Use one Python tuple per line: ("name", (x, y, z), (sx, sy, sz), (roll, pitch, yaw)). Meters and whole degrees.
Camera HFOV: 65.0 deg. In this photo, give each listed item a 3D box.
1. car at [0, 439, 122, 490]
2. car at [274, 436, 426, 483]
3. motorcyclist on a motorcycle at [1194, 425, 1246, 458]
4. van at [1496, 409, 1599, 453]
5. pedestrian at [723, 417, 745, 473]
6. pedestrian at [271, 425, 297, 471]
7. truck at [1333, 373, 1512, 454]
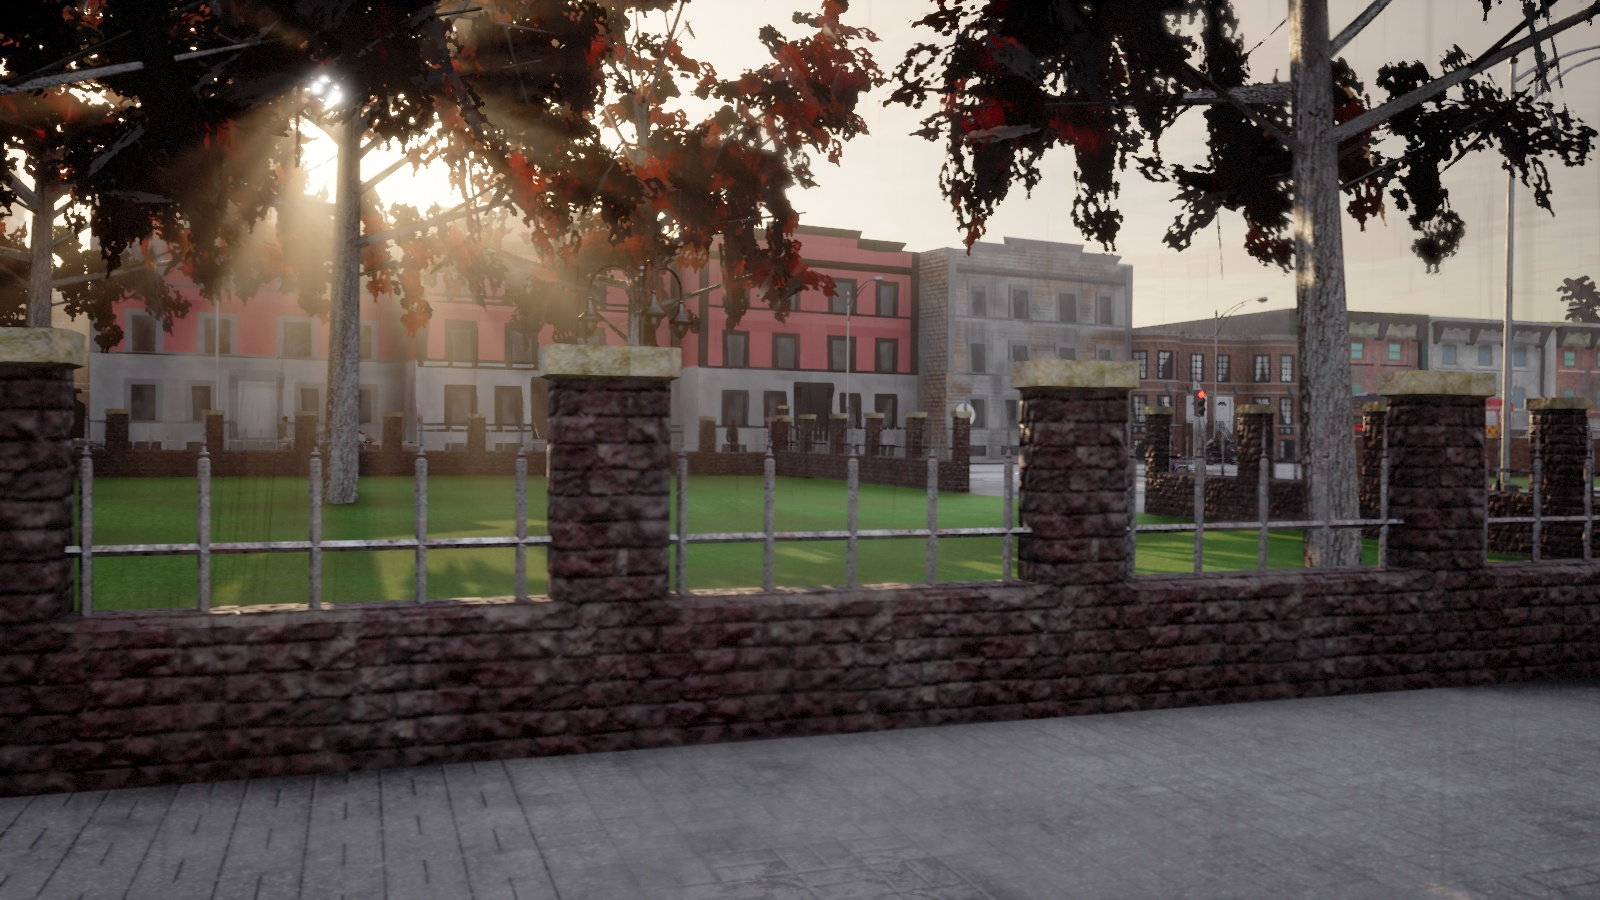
("car", (-23.998, 0.446, 39.039), (4.892, 1.490, 1.837), (-1, 1, -19))
("car", (-15.059, 0.300, 42.182), (4.674, 1.442, 1.812), (-1, 1, -19))
("motorcyclist on a motorcycle", (19.576, -0.407, 58.542), (2.191, 1.530, 0.866), (-1, 1, -19))
("van", (35.665, -0.917, 59.924), (4.442, 1.987, 1.775), (-1, 1, -19))
("pedestrian", (-2.330, -0.181, 44.501), (0.423, 1.949, 0.788), (-1, 1, -32))
("pedestrian", (-20.330, -0.072, 49.455), (0.869, 1.805, 0.328), (-1, 1, -28))
("truck", (30.980, -1.817, 62.517), (8.468, 3.827, 2.891), (-1, 1, -19))
